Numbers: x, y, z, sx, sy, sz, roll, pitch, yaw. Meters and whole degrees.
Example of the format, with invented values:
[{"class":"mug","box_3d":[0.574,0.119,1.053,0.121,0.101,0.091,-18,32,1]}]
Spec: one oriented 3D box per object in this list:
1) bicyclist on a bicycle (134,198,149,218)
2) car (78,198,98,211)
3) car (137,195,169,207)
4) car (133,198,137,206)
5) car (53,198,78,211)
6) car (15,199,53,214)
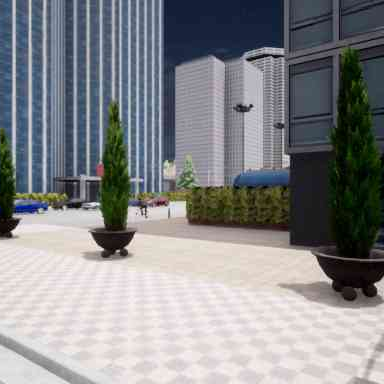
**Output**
[{"class":"bicyclist on a bicycle","box_3d":[-4.087,1.301,26.668,1.656,1.620,0.582,0,0,35]},{"class":"car","box_3d":[-11.349,1.601,41.528,1.895,1.301,4.718,0,0,35]},{"class":"car","box_3d":[-5.500,1.352,49.828,2.097,1.767,4.553,0,0,35]},{"class":"car","box_3d":[-9.297,1.547,50.524,2.033,1.411,5.357,0,0,35]},{"class":"car","box_3d":[-15.226,1.477,42.099,1.882,1.535,5.008,0,0,35]},{"class":"car","box_3d":[-17.060,1.477,33.396,1.882,1.535,5.008,0,0,35]}]
